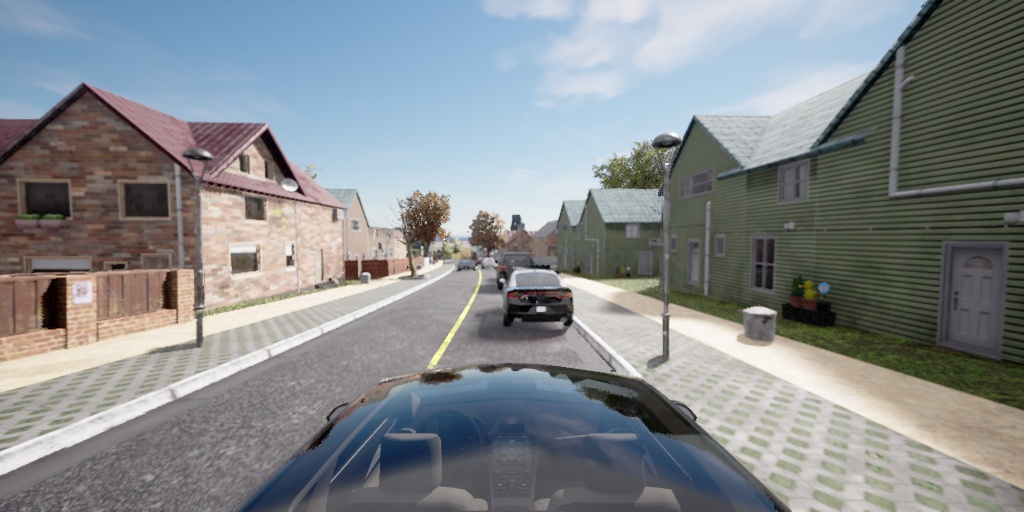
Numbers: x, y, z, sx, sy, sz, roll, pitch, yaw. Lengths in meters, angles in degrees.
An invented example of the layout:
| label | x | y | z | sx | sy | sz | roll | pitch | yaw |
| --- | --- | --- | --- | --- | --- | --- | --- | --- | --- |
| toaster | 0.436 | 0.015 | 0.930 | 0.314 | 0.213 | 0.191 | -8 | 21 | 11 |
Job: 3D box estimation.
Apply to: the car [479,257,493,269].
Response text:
| label | x | y | z | sx | sy | sz | roll | pitch | yaw |
| --- | --- | --- | --- | --- | --- | --- | --- | --- | --- |
| car | -3.136 | 0.963 | 48.535 | 1.812 | 1.442 | 4.674 | 0 | 0 | -7 |

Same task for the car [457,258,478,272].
| label | x | y | z | sx | sy | sz | roll | pitch | yaw |
| --- | --- | --- | --- | --- | --- | --- | --- | --- | --- |
| car | -5.127 | 1.049 | 40.451 | 1.994 | 1.385 | 4.181 | 0 | 0 | -6 |

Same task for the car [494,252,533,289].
| label | x | y | z | sx | sy | sz | roll | pitch | yaw |
| --- | --- | --- | --- | --- | --- | --- | --- | --- | --- |
| car | 0.188 | 0.801 | 21.368 | 2.150 | 2.045 | 5.566 | 0 | 0 | -3 |

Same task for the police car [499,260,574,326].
| label | x | y | z | sx | sy | sz | roll | pitch | yaw |
| --- | --- | --- | --- | --- | --- | --- | --- | --- | --- |
| police car | 0.640 | 1.081 | 11.396 | 1.930 | 1.638 | 5.238 | 0 | 0 | -2 |
